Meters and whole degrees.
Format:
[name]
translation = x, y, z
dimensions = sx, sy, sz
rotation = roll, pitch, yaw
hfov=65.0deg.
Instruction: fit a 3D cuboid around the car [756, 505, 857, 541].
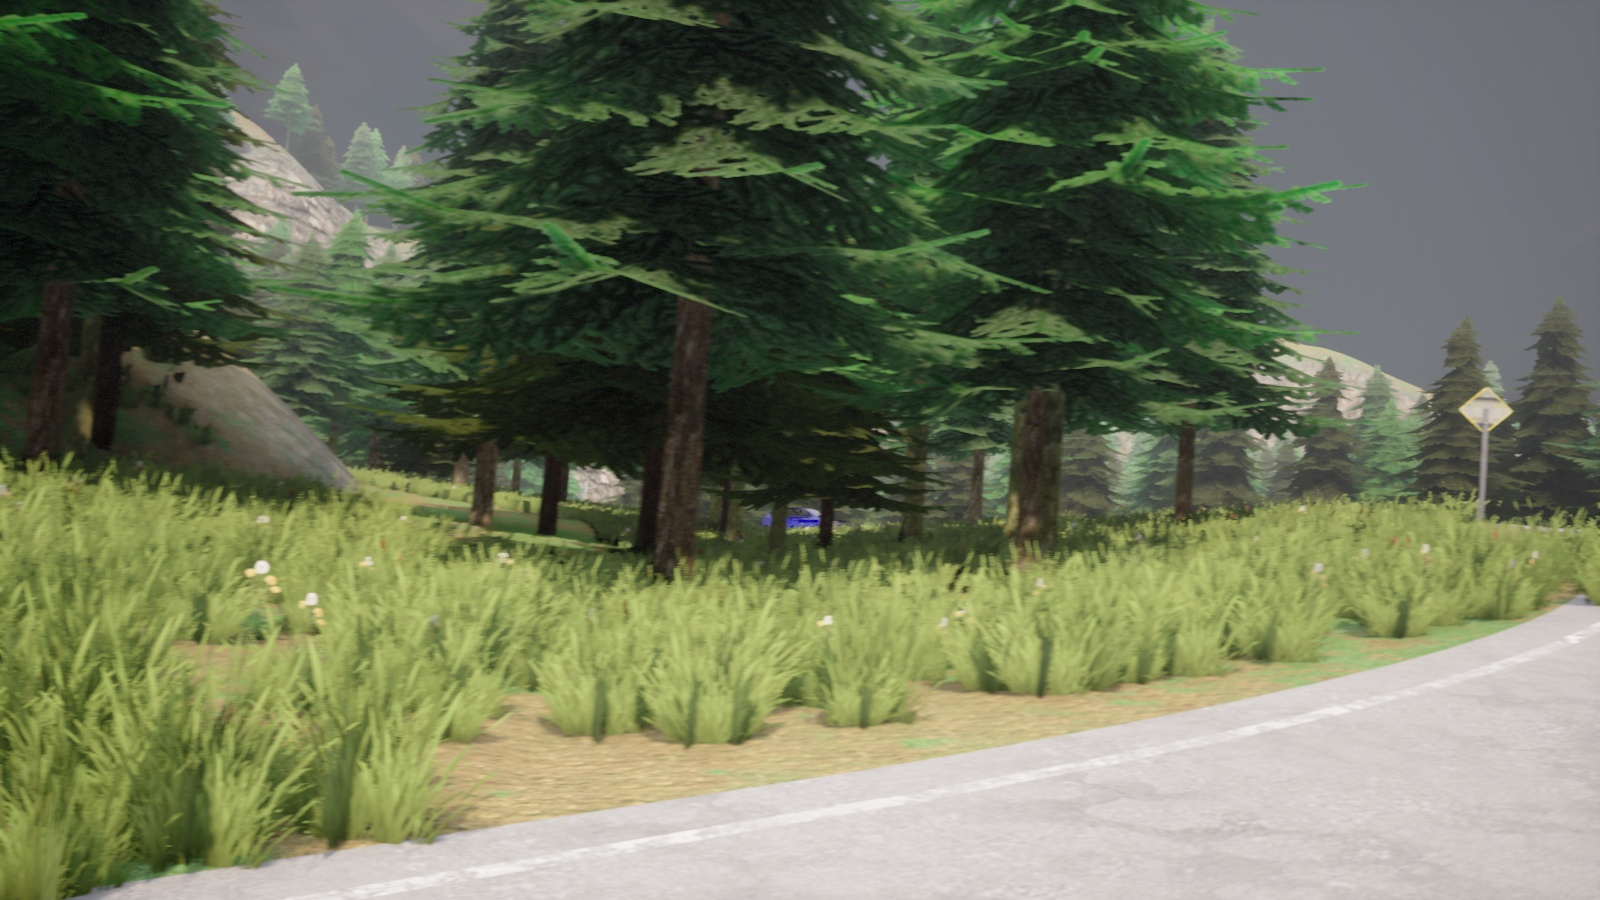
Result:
[car]
translation = 0.276, 3.315, 56.624
dimensions = 4.193, 1.474, 1.816
rotation = -3, -6, 29
